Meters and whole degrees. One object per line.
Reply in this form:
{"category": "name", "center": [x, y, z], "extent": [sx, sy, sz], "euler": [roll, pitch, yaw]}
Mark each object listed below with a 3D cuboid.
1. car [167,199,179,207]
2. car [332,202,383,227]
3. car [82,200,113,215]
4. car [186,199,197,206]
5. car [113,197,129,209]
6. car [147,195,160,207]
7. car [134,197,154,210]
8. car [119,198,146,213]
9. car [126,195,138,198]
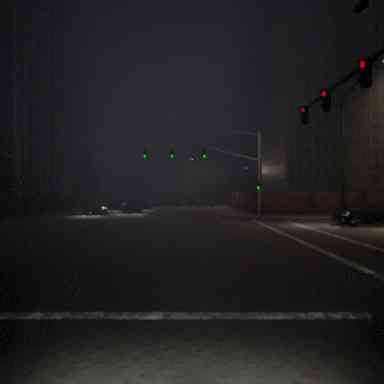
{"category": "car", "center": [-3.459, 1.915, 59.907], "extent": [2.033, 1.411, 5.357], "euler": [0, 0, 0]}
{"category": "car", "center": [12.391, 1.496, 23.464], "extent": [4.553, 1.767, 2.097], "euler": [0, 0, 0]}
{"category": "car", "center": [-10.670, 1.776, 37.152], "extent": [2.033, 1.411, 5.357], "euler": [0, 0, -3]}
{"category": "car", "center": [-0.061, 1.959, 64.534], "extent": [1.994, 1.385, 4.181], "euler": [0, 0, 0]}
{"category": "car", "center": [-10.640, 1.837, 47.226], "extent": [2.033, 1.411, 5.357], "euler": [0, 0, 0]}
{"category": "car", "center": [-7.099, 1.588, 59.764], "extent": [2.150, 2.045, 5.566], "euler": [0, 0, 1]}
{"category": "car", "center": [-7.136, 1.828, 49.235], "extent": [1.812, 1.442, 4.674], "euler": [0, 0, 0]}
{"category": "car", "center": [-7.116, 1.772, 40.142], "extent": [1.812, 1.442, 4.674], "euler": [0, 0, 0]}
{"category": "car", "center": [-10.612, 1.577, 57.918], "extent": [2.150, 2.045, 5.566], "euler": [0, 0, 0]}
